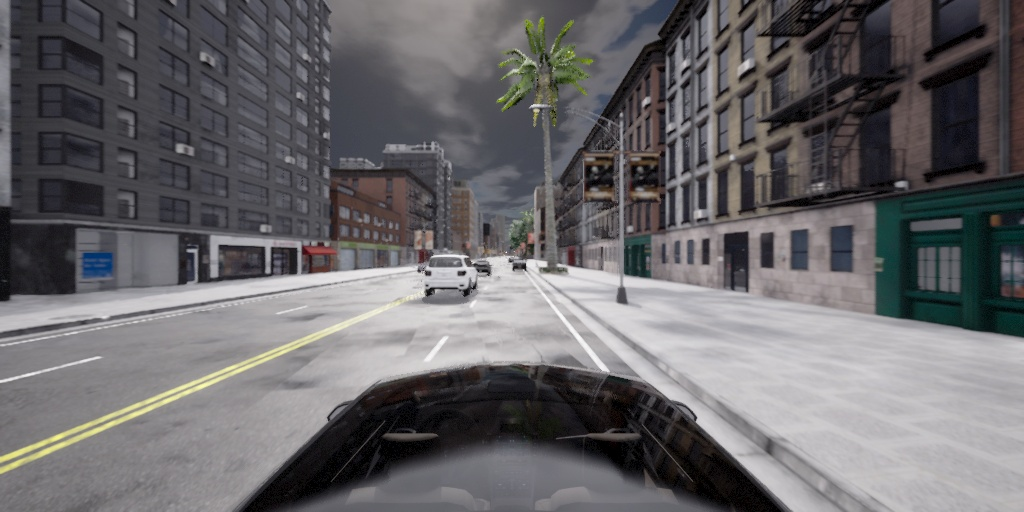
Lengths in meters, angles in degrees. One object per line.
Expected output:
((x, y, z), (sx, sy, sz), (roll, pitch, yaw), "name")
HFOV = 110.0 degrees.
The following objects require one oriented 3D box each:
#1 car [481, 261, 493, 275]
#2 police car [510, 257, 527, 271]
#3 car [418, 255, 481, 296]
((-3.145, 1.252, 38.362), (1.837, 1.490, 4.892), (0, 0, 0), "car")
((0.979, 1.172, 47.930), (1.930, 1.638, 5.238), (0, 0, 0), "police car")
((-3.148, 0.970, 19.291), (2.150, 2.045, 5.566), (0, 0, 0), "car")
